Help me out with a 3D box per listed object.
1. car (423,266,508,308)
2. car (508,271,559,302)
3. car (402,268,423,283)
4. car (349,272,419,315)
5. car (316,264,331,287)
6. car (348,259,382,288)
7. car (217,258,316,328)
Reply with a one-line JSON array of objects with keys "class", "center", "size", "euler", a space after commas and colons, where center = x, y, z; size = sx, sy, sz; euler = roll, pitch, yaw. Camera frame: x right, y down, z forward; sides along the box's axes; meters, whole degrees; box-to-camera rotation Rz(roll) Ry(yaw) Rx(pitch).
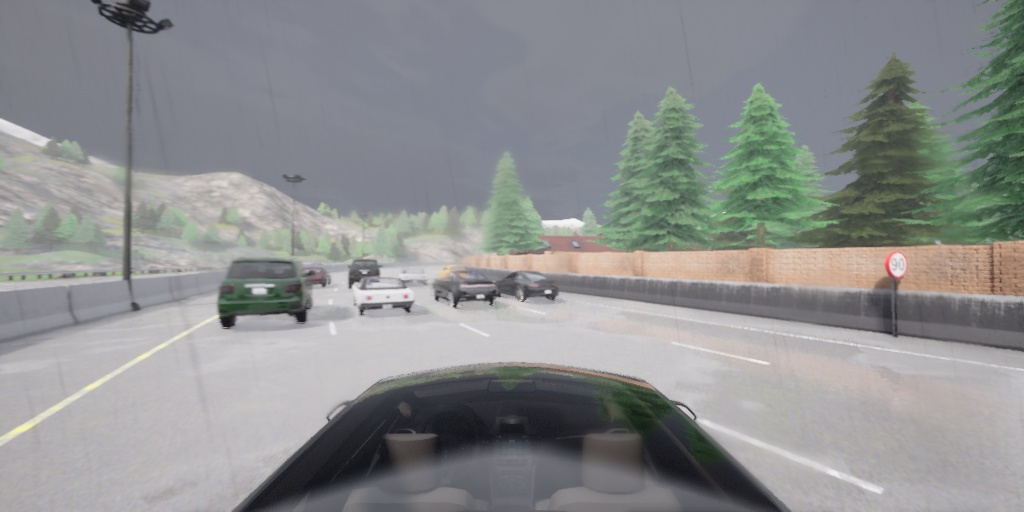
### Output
[{"class": "car", "center": [-2.304, 1.405, 16.292], "size": [2.128, 1.511, 4.902], "euler": [0, -1, -26]}, {"class": "car", "center": [0.621, 1.467, 18.278], "size": [1.812, 1.442, 4.674], "euler": [0, 0, -26]}, {"class": "car", "center": [-7.934, 1.642, 28.666], "size": [1.895, 1.301, 4.718], "euler": [0, -1, -21]}, {"class": "car", "center": [-5.291, 1.485, 14.424], "size": [1.895, 1.301, 4.718], "euler": [0, -1, -26]}, {"class": "car", "center": [-14.624, 1.527, 26.594], "size": [1.812, 1.442, 4.674], "euler": [0, 0, -21]}, {"class": "car", "center": [-10.935, 1.237, 26.707], "size": [2.150, 2.045, 5.566], "euler": [0, 0, -22]}, {"class": "car", "center": [-8.102, 1.077, 12.204], "size": [2.150, 2.045, 5.566], "euler": [0, 0, -27]}]
